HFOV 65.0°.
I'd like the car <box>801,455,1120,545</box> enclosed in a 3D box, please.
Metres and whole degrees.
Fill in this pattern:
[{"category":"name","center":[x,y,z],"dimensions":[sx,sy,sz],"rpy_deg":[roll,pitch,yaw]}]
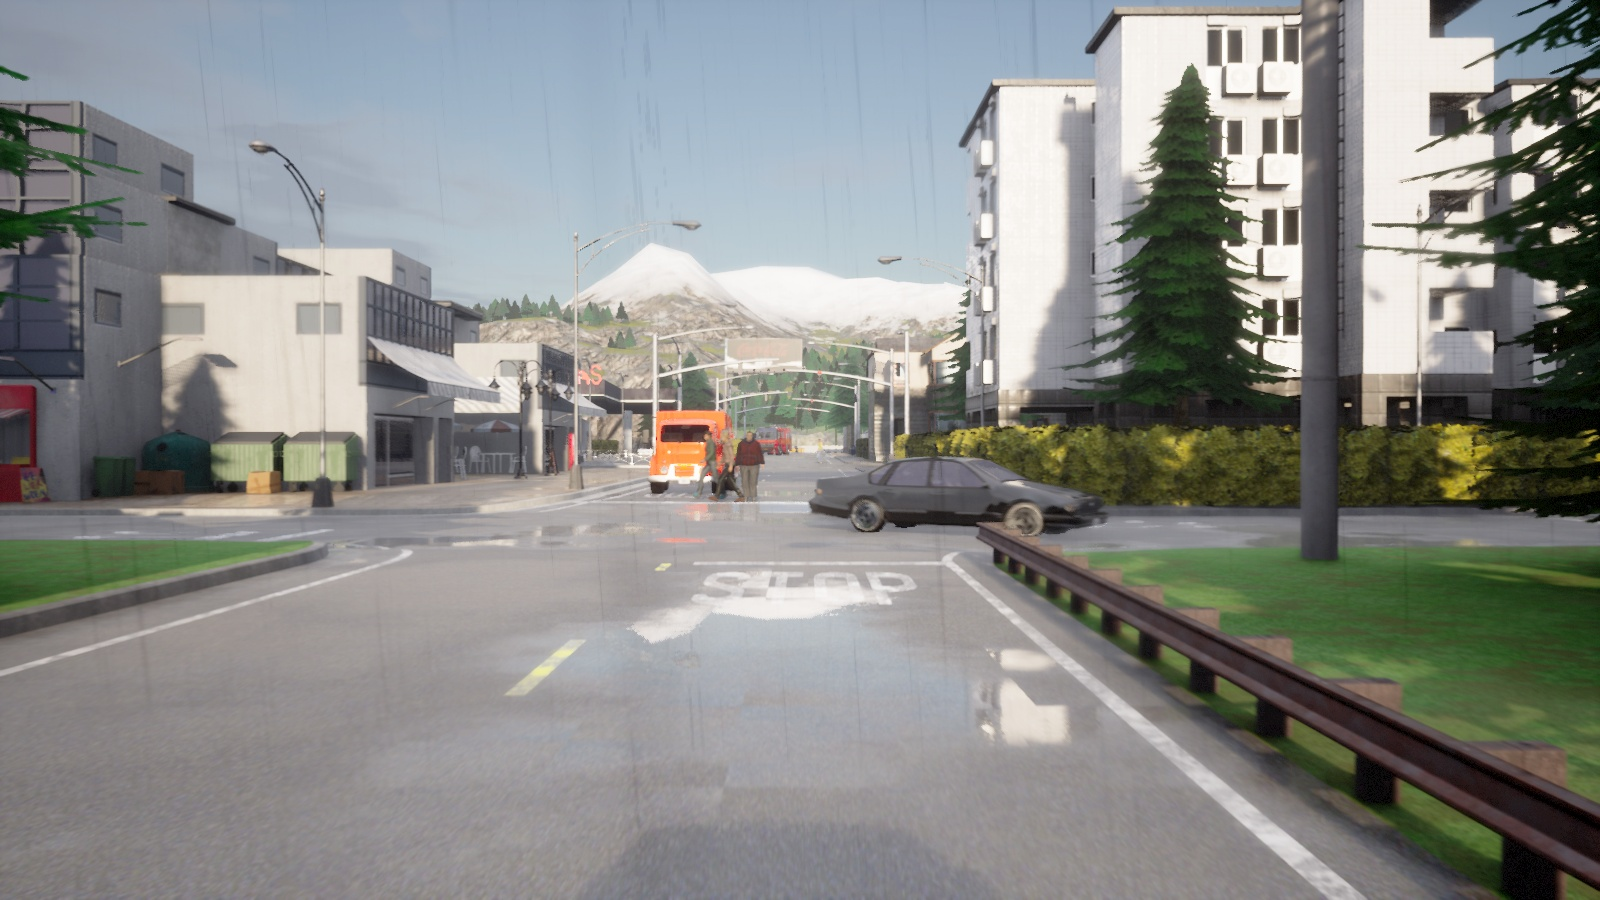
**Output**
[{"category":"car","center":[2.865,0.830,22.815],"dimensions":[5.357,1.411,2.033],"rpy_deg":[1,0,29]}]

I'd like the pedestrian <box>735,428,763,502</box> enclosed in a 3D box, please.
[{"category":"pedestrian","center":[-1.278,0.375,31.799],"dimensions":[0.634,1.844,0.899],"rpy_deg":[0,0,2]}]

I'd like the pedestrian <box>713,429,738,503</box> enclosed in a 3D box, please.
[{"category":"pedestrian","center":[-1.867,0.400,31.380],"dimensions":[0.634,1.846,0.331],"rpy_deg":[0,0,-4]}]

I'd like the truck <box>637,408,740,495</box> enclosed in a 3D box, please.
[{"category":"truck","center":[-3.266,0.049,38.085],"dimensions":[2.627,2.467,5.204],"rpy_deg":[0,0,0]}]

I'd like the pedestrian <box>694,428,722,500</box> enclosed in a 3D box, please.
[{"category":"pedestrian","center":[-2.386,0.358,32.555],"dimensions":[0.614,1.847,0.353],"rpy_deg":[0,0,-26]}]
